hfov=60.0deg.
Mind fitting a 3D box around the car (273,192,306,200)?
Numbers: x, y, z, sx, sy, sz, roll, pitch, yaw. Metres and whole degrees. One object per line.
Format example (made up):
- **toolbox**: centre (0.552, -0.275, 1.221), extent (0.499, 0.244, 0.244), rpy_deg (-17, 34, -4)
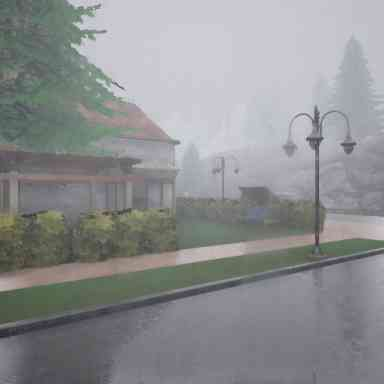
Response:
- **car**: centre (8.471, 1.058, 29.090), extent (2.150, 2.045, 5.566), rpy_deg (0, 0, -35)
